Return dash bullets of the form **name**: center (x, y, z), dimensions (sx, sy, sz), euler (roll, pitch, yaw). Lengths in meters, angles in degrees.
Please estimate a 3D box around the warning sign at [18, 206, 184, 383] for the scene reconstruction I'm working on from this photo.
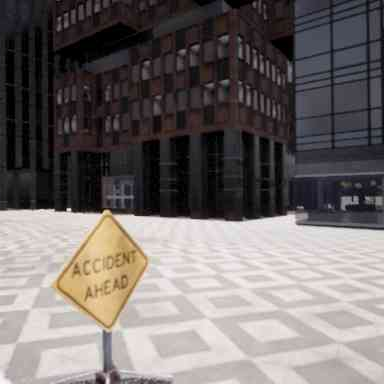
- **warning sign**: center (-0.914, 1.117, 3.548), dimensions (1.060, 1.860, 1.300), euler (-1, 0, 36)
